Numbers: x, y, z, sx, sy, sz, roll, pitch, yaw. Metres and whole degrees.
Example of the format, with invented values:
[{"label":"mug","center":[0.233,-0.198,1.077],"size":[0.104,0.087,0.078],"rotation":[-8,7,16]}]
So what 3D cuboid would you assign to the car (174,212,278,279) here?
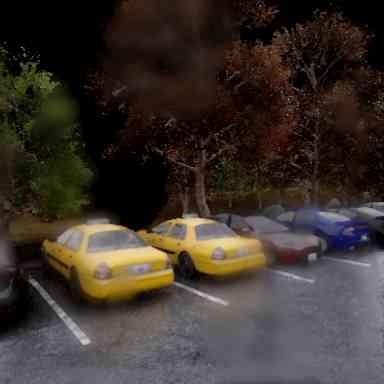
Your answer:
[{"label":"car","center":[-0.217,1.448,10.134],"size":[1.946,1.575,5.366],"rotation":[0,0,-35]}]

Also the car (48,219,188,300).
[{"label":"car","center":[-2.492,1.466,8.510],"size":[1.946,1.575,5.366],"rotation":[0,0,-35]}]

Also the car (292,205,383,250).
[{"label":"car","center":[4.328,1.385,13.141],"size":[2.097,1.535,5.008],"rotation":[-1,1,-35]}]

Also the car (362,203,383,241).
[{"label":"car","center":[6.599,1.336,14.761],"size":[2.097,1.535,5.008],"rotation":[-1,1,-35]}]

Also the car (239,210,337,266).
[{"label":"car","center":[2.070,1.455,11.501],"size":[2.163,1.488,4.792],"rotation":[-1,0,-36]}]

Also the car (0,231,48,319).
[{"label":"car","center":[-4.674,1.506,6.761],"size":[2.163,1.488,4.792],"rotation":[0,0,-35]}]
